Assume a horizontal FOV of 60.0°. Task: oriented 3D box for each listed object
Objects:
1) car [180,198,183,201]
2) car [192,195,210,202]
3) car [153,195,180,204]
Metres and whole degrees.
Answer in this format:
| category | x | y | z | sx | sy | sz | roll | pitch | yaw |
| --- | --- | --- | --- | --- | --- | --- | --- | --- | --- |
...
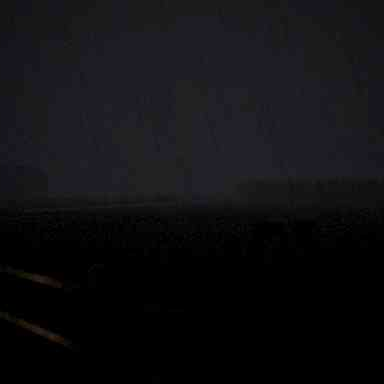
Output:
| category | x | y | z | sx | sy | sz | roll | pitch | yaw |
| --- | --- | --- | --- | --- | --- | --- | --- | --- | --- |
| car | -3.810 | 1.329 | 62.744 | 2.033 | 1.411 | 5.357 | -1 | 0 | 35 |
| car | 1.760 | 1.257 | 65.991 | 1.812 | 1.442 | 4.674 | -1 | 0 | 35 |
| car | -4.679 | 1.315 | 56.555 | 1.812 | 1.442 | 4.674 | -1 | -1 | 35 |
